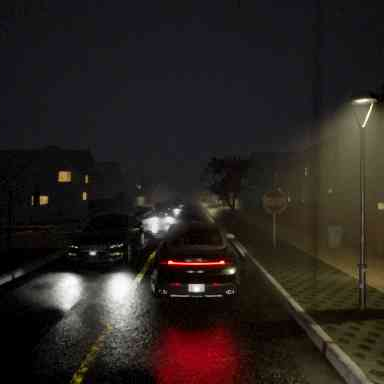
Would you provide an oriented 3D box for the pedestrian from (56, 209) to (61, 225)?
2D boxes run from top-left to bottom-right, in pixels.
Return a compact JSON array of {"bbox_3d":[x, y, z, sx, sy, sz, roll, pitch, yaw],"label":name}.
[{"bbox_3d":[-9.958,1.476,24.862,0.375,1.860,0.375,0,-2,5],"label":"pedestrian"}]

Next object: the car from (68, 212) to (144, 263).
[{"bbox_3d":[-2.881,1.519,12.057,1.837,1.490,4.892,0,0,0],"label":"car"}]

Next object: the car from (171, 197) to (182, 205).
[{"bbox_3d":[-2.922,1.703,62.803,1.882,1.535,5.008,0,-1,0],"label":"car"}]

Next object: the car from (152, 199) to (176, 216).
[{"bbox_3d":[-2.912,1.681,33.813,1.895,1.301,4.718,0,0,0],"label":"car"}]

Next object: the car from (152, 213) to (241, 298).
[{"bbox_3d":[0.084,1.517,8.524,1.837,1.490,4.892,0,0,0],"label":"car"}]

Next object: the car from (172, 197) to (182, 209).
[{"bbox_3d":[-2.924,1.744,48.659,1.895,1.301,4.718,0,0,0],"label":"car"}]
